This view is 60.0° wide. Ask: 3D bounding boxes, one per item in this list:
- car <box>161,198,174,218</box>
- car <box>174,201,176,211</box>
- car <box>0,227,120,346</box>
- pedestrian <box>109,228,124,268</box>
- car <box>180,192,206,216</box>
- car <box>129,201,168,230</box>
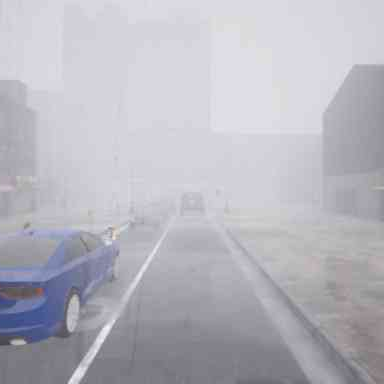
[{"bbox_3d":[-2.635,1.382,25.349,1.947,1.339,4.313,0,0,0],"label":"car"},{"bbox_3d":[-2.634,1.302,36.253,1.947,1.339,4.313,0,0,0],"label":"car"},{"bbox_3d":[-2.749,1.430,6.535,1.882,1.535,5.008,0,0,0],"label":"car"},{"bbox_3d":[-2.262,1.224,9.535,0.375,1.860,0.375,0,1,0],"label":"pedestrian"},{"bbox_3d":[0.067,1.003,29.782,2.150,2.045,5.566,0,0,1],"label":"car"},{"bbox_3d":[-2.636,1.437,19.897,1.802,1.307,4.206,0,0,0],"label":"car"}]
